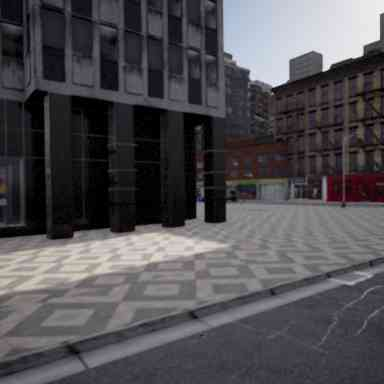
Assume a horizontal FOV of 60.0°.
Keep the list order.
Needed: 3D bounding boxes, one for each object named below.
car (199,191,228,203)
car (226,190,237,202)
[{"bbox_3d":[3.201,1.061,54.811,1.882,1.535,5.008,-1,0,-36],"label":"car"},{"bbox_3d":[5.346,0.753,57.129,2.150,2.045,5.566,-1,0,-36],"label":"car"}]
